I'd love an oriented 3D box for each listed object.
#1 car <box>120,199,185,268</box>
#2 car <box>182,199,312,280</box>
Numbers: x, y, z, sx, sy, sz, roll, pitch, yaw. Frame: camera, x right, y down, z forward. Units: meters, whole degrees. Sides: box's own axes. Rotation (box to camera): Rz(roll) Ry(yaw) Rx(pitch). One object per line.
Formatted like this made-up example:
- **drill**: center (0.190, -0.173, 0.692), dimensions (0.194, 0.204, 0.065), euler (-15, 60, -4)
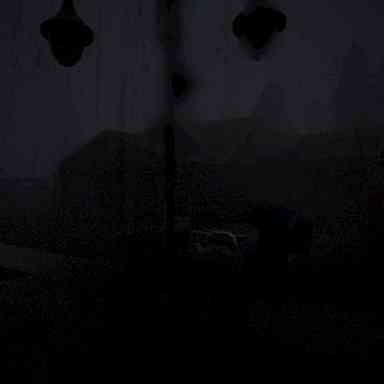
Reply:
- **car**: center (-0.334, 1.169, 10.793), dimensions (1.905, 1.878, 3.866), euler (0, 0, 35)
- **car**: center (1.942, 1.170, 9.655), dimensions (1.932, 1.855, 4.605), euler (0, 0, 35)
